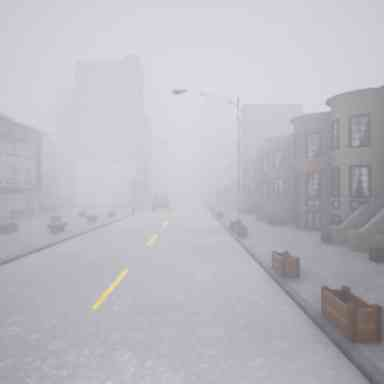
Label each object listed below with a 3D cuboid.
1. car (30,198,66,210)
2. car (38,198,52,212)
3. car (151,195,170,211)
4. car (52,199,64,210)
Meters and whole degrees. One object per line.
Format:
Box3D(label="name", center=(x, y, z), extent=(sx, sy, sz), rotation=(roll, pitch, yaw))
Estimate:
Box3D(label="car", center=(-19.487, 1.612, 45.109), extent=(4.193, 1.474, 1.816), rotation=(0, 0, 10))
Box3D(label="car", center=(-19.105, 1.413, 39.058), extent=(3.866, 1.878, 1.905), rotation=(0, 0, 10))
Box3D(label="car", center=(-4.129, 1.418, 44.430), extent=(2.150, 2.045, 5.566), rotation=(0, -1, 0))
Box3D(label="car", center=(-19.341, 1.532, 42.158), extent=(4.611, 1.667, 2.242), rotation=(0, 0, 10))
